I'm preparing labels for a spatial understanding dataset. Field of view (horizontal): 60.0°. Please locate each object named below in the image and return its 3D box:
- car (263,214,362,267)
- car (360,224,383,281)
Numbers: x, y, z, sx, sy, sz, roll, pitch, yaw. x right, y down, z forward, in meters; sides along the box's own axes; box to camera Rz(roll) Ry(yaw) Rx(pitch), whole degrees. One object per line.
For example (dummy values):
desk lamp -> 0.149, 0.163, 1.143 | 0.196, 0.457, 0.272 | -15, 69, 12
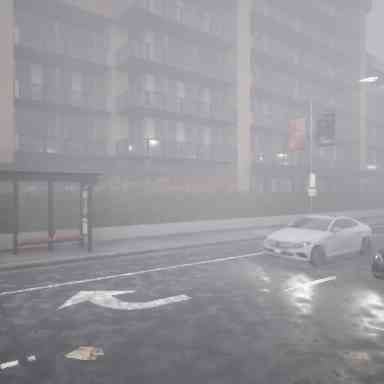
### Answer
car -> 4.524, 1.526, 11.585 | 4.674, 1.442, 1.812 | 0, 0, -36
car -> 6.596, 1.526, 8.764 | 4.674, 1.442, 1.812 | -1, 0, -36
